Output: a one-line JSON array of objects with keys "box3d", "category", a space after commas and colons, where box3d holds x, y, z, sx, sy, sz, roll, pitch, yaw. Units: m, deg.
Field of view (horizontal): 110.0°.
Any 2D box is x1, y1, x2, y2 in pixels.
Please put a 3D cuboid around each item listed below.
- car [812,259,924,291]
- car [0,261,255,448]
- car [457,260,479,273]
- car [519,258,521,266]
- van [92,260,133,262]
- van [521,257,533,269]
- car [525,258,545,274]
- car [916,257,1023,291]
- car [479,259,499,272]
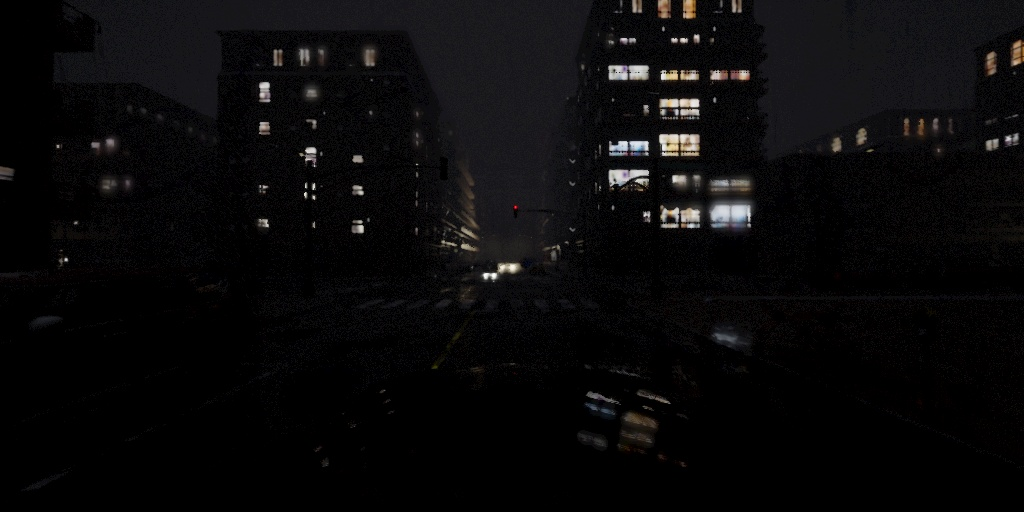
[{"box3d": [18.692, 1.083, 19.173, 4.097, 1.591, 1.967, 0, 0, 1], "category": "car"}, {"box3d": [-5.451, 1.062, 4.178, 2.192, 1.841, 5.009, 0, 0, 0], "category": "car"}, {"box3d": [-5.437, 1.271, 42.097, 2.007, 1.370, 4.403, 0, 0, 0], "category": "car"}, {"box3d": [2.576, 1.033, 59.126, 2.192, 1.841, 5.009, 0, 0, 0], "category": "car"}, {"box3d": [-30.397, 1.172, 27.828, 3.998, 1.789, 1.690, 0, 0, 1], "category": "van"}, {"box3d": [2.607, 1.059, 53.473, 1.690, 1.789, 3.998, 0, 0, 0], "category": "van"}, {"box3d": [2.702, 1.246, 39.640, 1.751, 1.417, 4.829, 0, 0, 0], "category": "car"}, {"box3d": [24.284, 0.946, 19.085, 5.009, 1.841, 2.192, 0, 0, 1], "category": "car"}, {"box3d": [-2.743, 1.216, 46.175, 2.128, 1.511, 4.902, 0, 0, 0], "category": "car"}]
